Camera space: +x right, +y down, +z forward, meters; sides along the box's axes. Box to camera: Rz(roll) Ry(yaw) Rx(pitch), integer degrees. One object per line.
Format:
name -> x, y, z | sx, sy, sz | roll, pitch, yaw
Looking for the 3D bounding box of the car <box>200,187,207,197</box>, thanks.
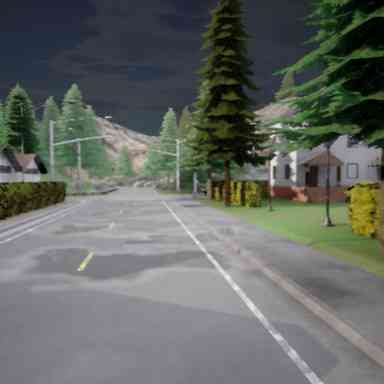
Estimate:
car -> 3.431, -0.148, 41.699 | 4.902, 1.511, 2.128 | -1, 2, -11
